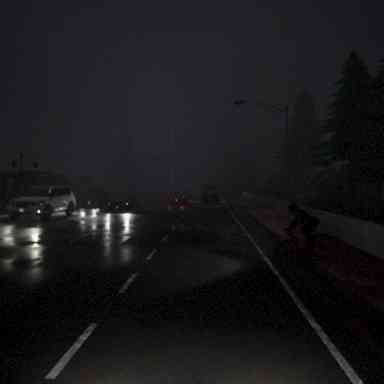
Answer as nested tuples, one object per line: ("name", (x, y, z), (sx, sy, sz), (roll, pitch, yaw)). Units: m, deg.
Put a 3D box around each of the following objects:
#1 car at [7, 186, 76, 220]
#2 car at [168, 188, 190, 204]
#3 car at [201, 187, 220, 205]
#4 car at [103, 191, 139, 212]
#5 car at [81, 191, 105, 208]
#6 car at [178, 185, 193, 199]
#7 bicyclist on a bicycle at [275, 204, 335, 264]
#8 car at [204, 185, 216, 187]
("car", (-9.517, 0.614, 21.610), (2.150, 2.045, 5.566), (0, 1, 3))
("car", (-1.516, 0.552, 36.995), (1.812, 1.442, 4.674), (0, 2, 3))
("car", (1.976, 0.540, 36.175), (1.882, 1.535, 5.008), (0, 2, 3))
("car", (-5.596, 0.820, 27.646), (1.812, 1.442, 4.674), (0, 1, 3))
("car", (-8.939, 0.622, 31.759), (2.128, 1.511, 4.902), (0, 1, 3))
("car", (-0.869, 0.208, 48.479), (1.882, 1.535, 5.008), (0, 1, 3))
("bicyclist on a bicycle", (3.048, 1.126, 9.154), (1.656, 1.620, 0.582), (-9, 1, 3))
("car", (2.562, 0.005, 47.042), (2.150, 2.045, 5.566), (0, 2, 3))
